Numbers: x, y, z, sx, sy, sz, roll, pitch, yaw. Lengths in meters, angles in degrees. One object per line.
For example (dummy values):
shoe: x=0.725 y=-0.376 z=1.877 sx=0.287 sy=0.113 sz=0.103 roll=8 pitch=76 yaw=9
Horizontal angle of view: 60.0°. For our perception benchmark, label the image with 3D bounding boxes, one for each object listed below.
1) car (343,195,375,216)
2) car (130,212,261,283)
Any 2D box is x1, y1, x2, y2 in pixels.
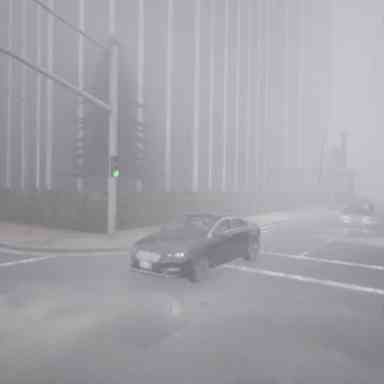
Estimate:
car: x=15.488 y=1.198 z=30.696 sx=2.097 sy=1.767 sz=4.553 roll=1 pitch=1 yaw=36
car: x=0.360 y=1.377 z=9.593 sx=2.128 sy=1.511 sz=4.902 roll=1 pitch=1 yaw=36
